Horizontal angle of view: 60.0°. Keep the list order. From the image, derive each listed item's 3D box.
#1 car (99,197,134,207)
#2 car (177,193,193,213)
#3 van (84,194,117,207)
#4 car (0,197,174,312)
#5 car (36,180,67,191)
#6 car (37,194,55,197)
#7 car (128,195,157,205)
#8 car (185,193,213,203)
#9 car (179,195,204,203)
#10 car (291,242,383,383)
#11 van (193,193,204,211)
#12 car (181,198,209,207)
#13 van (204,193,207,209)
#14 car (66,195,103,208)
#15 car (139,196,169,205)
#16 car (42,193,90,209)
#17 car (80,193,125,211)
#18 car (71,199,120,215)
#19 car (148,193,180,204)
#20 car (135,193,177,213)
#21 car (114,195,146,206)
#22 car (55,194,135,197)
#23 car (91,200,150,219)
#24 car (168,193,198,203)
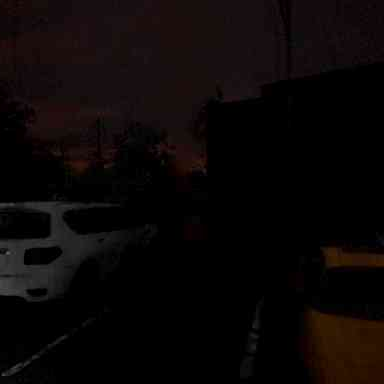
[{"bbox_3d":[-11.935,1.502,52.421,4.892,1.521,2.231,-1,-1,14],"label":"car"},{"bbox_3d":[-3.127,1.243,35.215,5.566,2.045,2.435,1,1,14],"label":"car"},{"bbox_3d":[-13.739,1.275,49.937,4.442,1.987,1.878,-1,0,14],"label":"van"},{"bbox_3d":[-2.559,1.233,8.020,2.435,2.045,5.566,0,-1,15],"label":"car"},{"bbox_3d":[-21.415,-1.048,50.823,2.128,1.511,4.902,0,4,34],"label":"car"},{"bbox_3d":[-18.730,1.244,42.398,5.566,2.045,2.435,-1,0,14],"label":"car"},{"bbox_3d":[-8.518,1.376,57.413,4.553,1.767,2.185,-1,0,14],"label":"car"},{"bbox_3d":[1.578,1.255,72.456,5.566,2.045,2.435,-1,0,14],"label":"car"},{"bbox_3d":[-0.075,1.506,69.927,4.892,1.521,2.231,-1,0,14],"label":"car"},{"bbox_3d":[2.291,1.480,4.326,1.946,1.575,5.366,1,-1,15],"label":"car"},{"bbox_3d":[-1.328,1.272,37.641,4.442,1.987,1.878,1,0,14],"label":"van"},{"bbox_3d":[0.504,1.615,51.111,1.895,1.301,4.718,0,0,34],"label":"car"},{"bbox_3d":[0.330,1.274,40.092,4.442,1.987,1.878,1,0,14],"label":"van"},{"bbox_3d":[-15.347,1.373,47.423,4.553,1.767,2.185,-1,-1,14],"label":"car"},{"bbox_3d":[-6.822,1.532,59.916,4.792,1.488,2.163,-1,-1,14],"label":"car"},{"bbox_3d":[-16.982,1.245,44.910,5.566,2.045,2.435,-1,-1,14],"label":"car"},{"bbox_3d":[-11.408,1.230,42.733,2.150,2.045,5.566,0,0,34],"label":"car"},{"bbox_3d":[-10.140,1.512,35.308,1.837,1.490,4.892,0,0,34],"label":"car"},{"bbox_3d":[-5.191,1.253,62.437,5.566,2.045,2.435,-1,0,14],"label":"car"},{"bbox_3d":[-4.785,1.242,32.764,5.566,2.045,2.435,1,1,14],"label":"car"},{"bbox_3d":[-10.207,1.375,54.899,4.553,1.767,2.185,-1,0,14],"label":"car"},{"bbox_3d":[-8.043,1.240,27.864,5.566,2.045,2.435,1,0,14],"label":"car"},{"bbox_3d":[-6.443,1.521,30.303,4.792,1.488,2.163,1,1,14],"label":"car"},{"bbox_3d":[-1.746,1.253,67.427,5.566,2.045,2.435,-1,-1,14],"label":"car"}]
